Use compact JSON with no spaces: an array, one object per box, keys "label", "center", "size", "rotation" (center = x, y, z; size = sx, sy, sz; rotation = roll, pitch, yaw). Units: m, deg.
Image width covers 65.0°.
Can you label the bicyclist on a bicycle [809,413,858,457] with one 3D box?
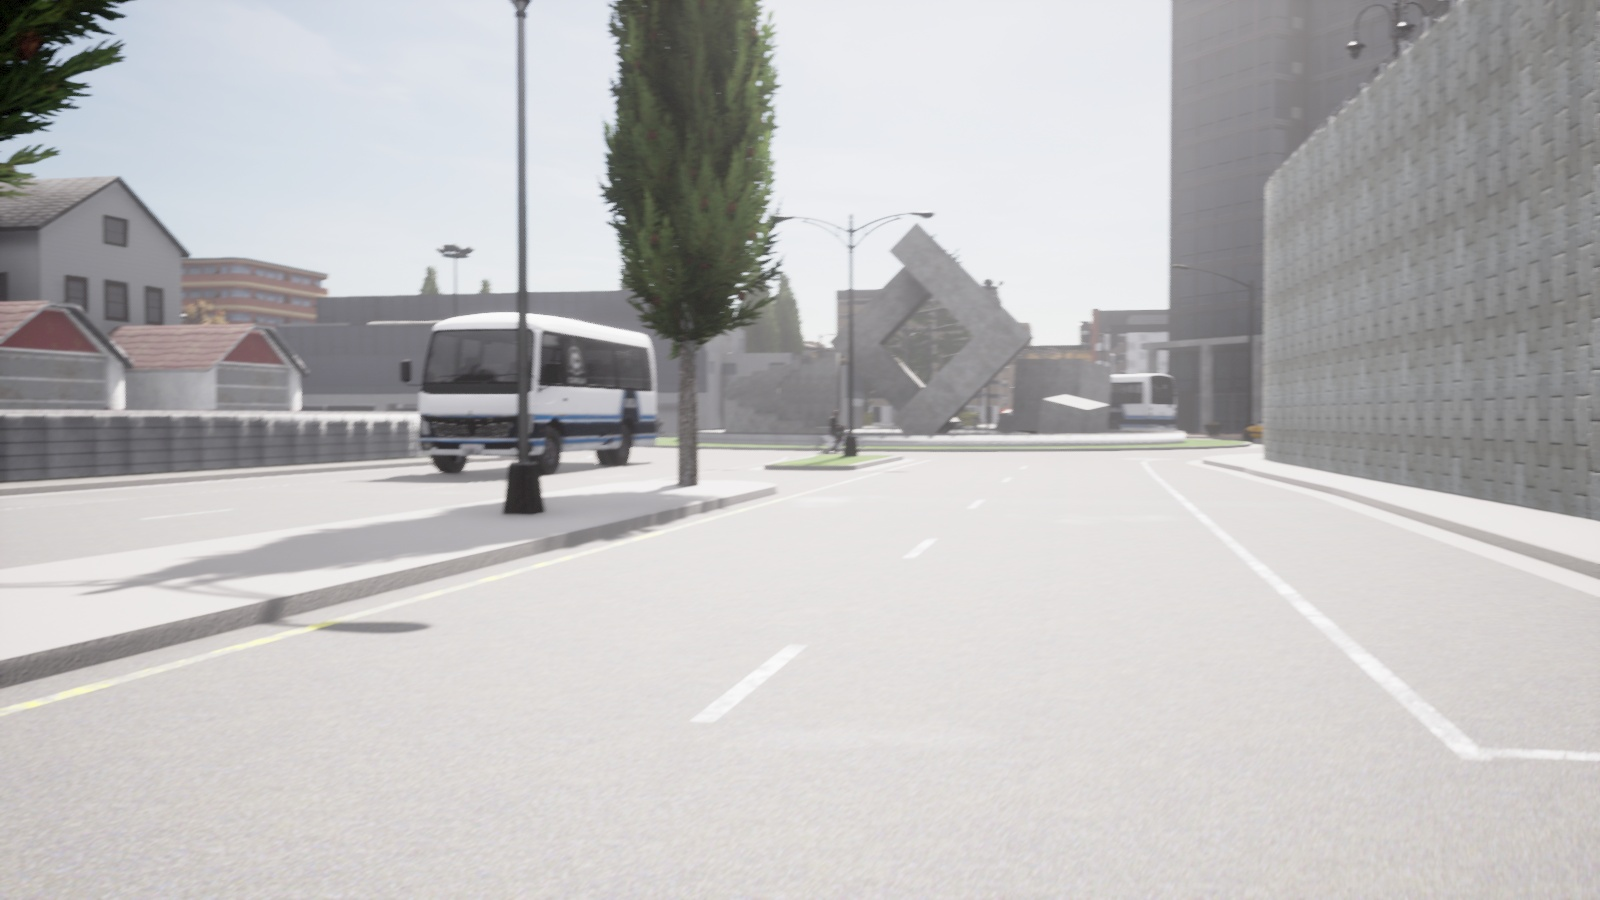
[{"label":"bicyclist on a bicycle","center":[1.357,-0.600,50.531],"size":[1.843,1.776,0.659],"rotation":[0,1,16]}]

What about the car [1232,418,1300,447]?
[{"label":"car","center":[26.093,-0.991,70.522],"size":[1.801,1.575,5.366],"rotation":[0,1,0]}]

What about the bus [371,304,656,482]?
[{"label":"bus","center":[-7.527,-1.487,35.326],"size":[3.944,4.253,10.273],"rotation":[0,1,11]}]

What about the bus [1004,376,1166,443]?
[{"label":"bus","center":[19.066,-2.658,84.674],"size":[3.944,4.253,10.273],"rotation":[0,1,-41]}]
